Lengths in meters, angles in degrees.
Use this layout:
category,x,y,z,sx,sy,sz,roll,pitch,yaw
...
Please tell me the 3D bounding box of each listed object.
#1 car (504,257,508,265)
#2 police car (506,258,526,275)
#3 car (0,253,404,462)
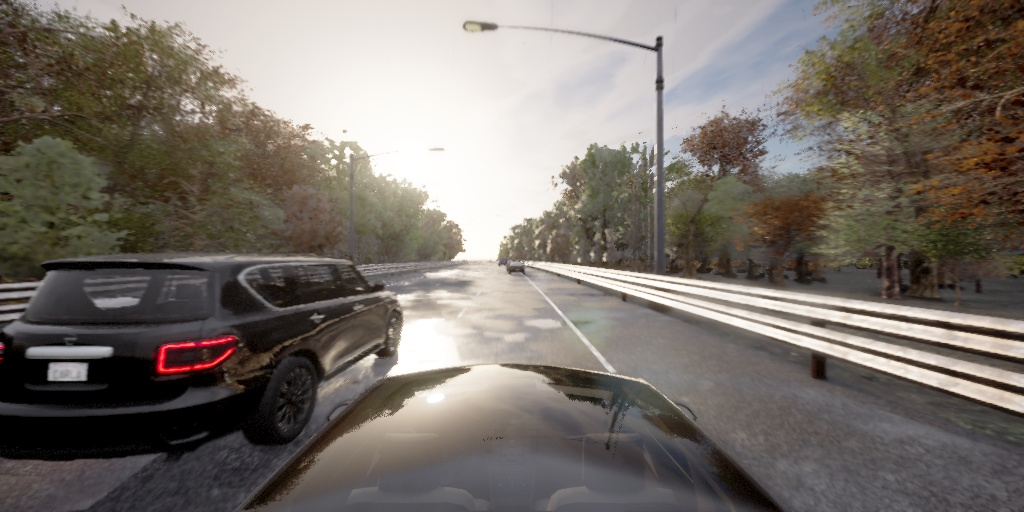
category,x,y,z,sx,sy,sz,roll,pitch,yaw
car,0.262,1.336,52.469,2.097,1.767,4.553,0,0,-2
police car,0.550,1.350,42.548,1.930,1.638,5.238,0,0,-1
car,-3.406,0.989,5.430,2.150,2.045,5.566,0,0,0
